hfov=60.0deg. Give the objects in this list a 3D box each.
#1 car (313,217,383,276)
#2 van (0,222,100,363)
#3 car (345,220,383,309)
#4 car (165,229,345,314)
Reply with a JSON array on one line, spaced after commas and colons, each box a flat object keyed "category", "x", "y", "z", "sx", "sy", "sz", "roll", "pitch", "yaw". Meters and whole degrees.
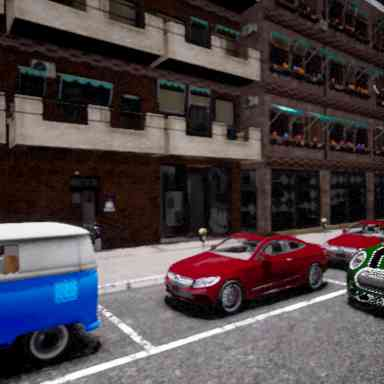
[{"category": "car", "x": 6.001, "y": 1.601, "z": 10.814, "sx": 4.206, "sy": 1.307, "sz": 1.802, "roll": 0, "pitch": -1, "yaw": -35}, {"category": "van", "x": -3.221, "y": 1.341, "z": 4.237, "sx": 3.998, "sy": 1.788, "sz": 1.690, "roll": 0, "pitch": -1, "yaw": -35}, {"category": "car", "x": 5.310, "y": 1.365, "z": 7.072, "sx": 4.553, "sy": 1.767, "sz": 2.097, "roll": 0, "pitch": 0, "yaw": -35}, {"category": "car", "x": 1.392, "y": 1.591, "z": 7.523, "sx": 4.206, "sy": 1.307, "sz": 1.802, "roll": 0, "pitch": -1, "yaw": -35}]
